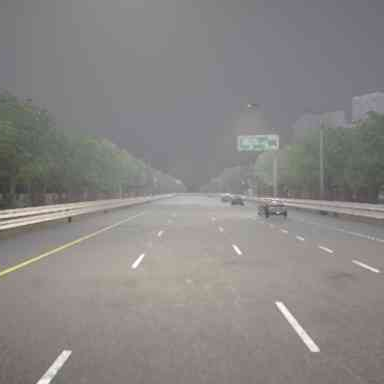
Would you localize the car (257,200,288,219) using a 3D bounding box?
[{"bbox_3d":[7.041,1.486,29.445,2.128,1.511,4.902,0,0,0],"label":"car"}]

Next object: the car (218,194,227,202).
[{"bbox_3d":[7.213,1.475,71.461,2.128,1.511,4.902,0,0,0],"label":"car"}]

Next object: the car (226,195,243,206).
[{"bbox_3d":[7.138,1.519,53.760,1.837,1.490,4.892,0,0,0],"label":"car"}]
